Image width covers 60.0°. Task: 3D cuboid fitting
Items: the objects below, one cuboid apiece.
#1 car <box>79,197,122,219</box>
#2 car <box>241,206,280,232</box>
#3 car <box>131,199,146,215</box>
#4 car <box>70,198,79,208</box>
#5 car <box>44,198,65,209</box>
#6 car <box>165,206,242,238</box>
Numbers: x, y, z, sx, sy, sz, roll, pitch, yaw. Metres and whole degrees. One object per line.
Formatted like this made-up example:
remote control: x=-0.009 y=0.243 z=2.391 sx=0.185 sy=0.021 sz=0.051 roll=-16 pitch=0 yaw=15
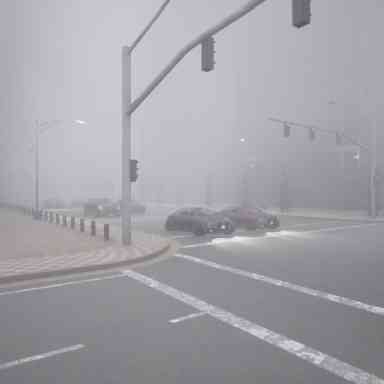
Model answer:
car: x=-7.806 y=1.297 z=28.848 sx=2.097 sy=1.767 sz=4.553 roll=0 pitch=0 yaw=-35
car: x=3.153 y=1.510 z=19.877 sx=1.994 sy=1.385 sz=4.181 roll=0 pitch=0 yaw=-39
car: x=-6.300 y=1.422 z=32.791 sx=1.882 sy=1.535 sz=5.008 roll=0 pitch=0 yaw=-35
car: x=-15.340 y=1.508 z=45.756 sx=1.994 sy=1.385 sz=4.181 roll=0 pitch=0 yaw=-35
car: x=-17.982 y=1.508 z=43.423 sx=1.994 sy=1.385 sz=4.181 roll=0 pitch=0 yaw=-35
car: x=0.334 y=1.510 z=17.551 sx=1.994 sy=1.385 sz=4.181 roll=0 pitch=0 yaw=-36
